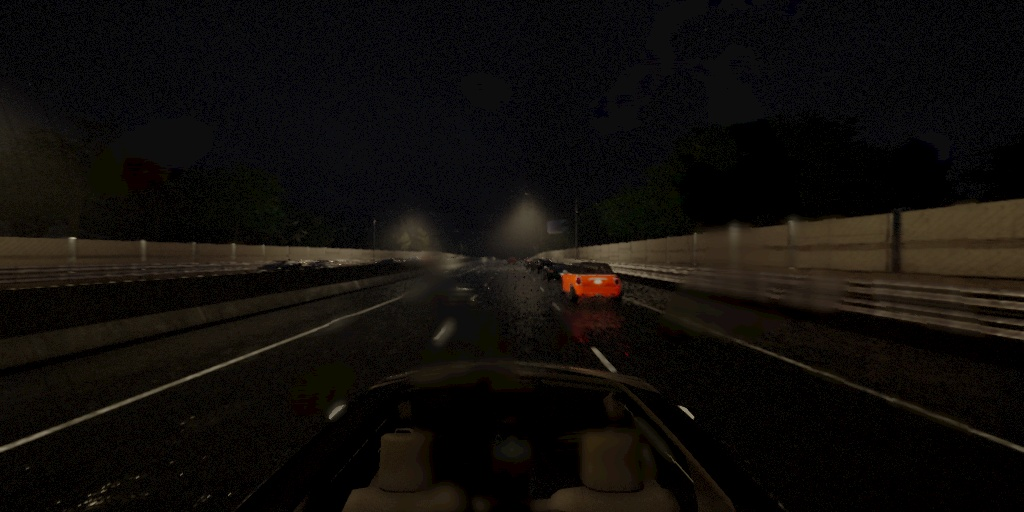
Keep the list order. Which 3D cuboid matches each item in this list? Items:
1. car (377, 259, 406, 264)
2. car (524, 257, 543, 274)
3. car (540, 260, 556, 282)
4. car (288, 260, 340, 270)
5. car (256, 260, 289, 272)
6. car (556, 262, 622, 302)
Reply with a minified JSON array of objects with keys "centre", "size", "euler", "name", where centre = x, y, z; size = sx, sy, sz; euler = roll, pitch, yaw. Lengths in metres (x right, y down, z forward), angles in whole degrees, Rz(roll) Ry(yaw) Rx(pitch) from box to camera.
[{"centre":[-14.055,1.125,40.868],"size":[1.837,1.490,4.892],"euler":[0,0,0],"name":"car"},{"centre":[3.158,1.132,39.411],"size":[1.837,1.490,4.892],"euler":[1,0,-12],"name":"car"},{"centre":[3.501,1.228,27.754],"size":[1.994,1.385,4.181],"euler":[0,0,0],"name":"car"},{"centre":[-17.580,1.194,32.802],"size":[2.033,1.411,5.357],"euler":[0,0,0],"name":"car"},{"centre":[-21.078,1.138,32.765],"size":[2.128,1.511,4.902],"euler":[0,0,0],"name":"car"},{"centre":[3.500,1.053,16.718],"size":[2.097,1.767,4.553],"euler":[0,0,0],"name":"car"}]
